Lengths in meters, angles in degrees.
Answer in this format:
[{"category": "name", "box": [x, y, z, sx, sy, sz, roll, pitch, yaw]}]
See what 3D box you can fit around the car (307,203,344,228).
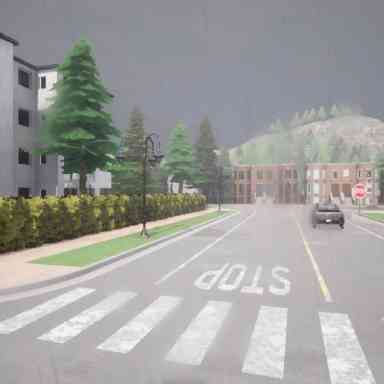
[{"category": "car", "box": [8.779, 1.486, 21.999, 2.128, 1.511, 4.902, 0, 0, 16]}]
